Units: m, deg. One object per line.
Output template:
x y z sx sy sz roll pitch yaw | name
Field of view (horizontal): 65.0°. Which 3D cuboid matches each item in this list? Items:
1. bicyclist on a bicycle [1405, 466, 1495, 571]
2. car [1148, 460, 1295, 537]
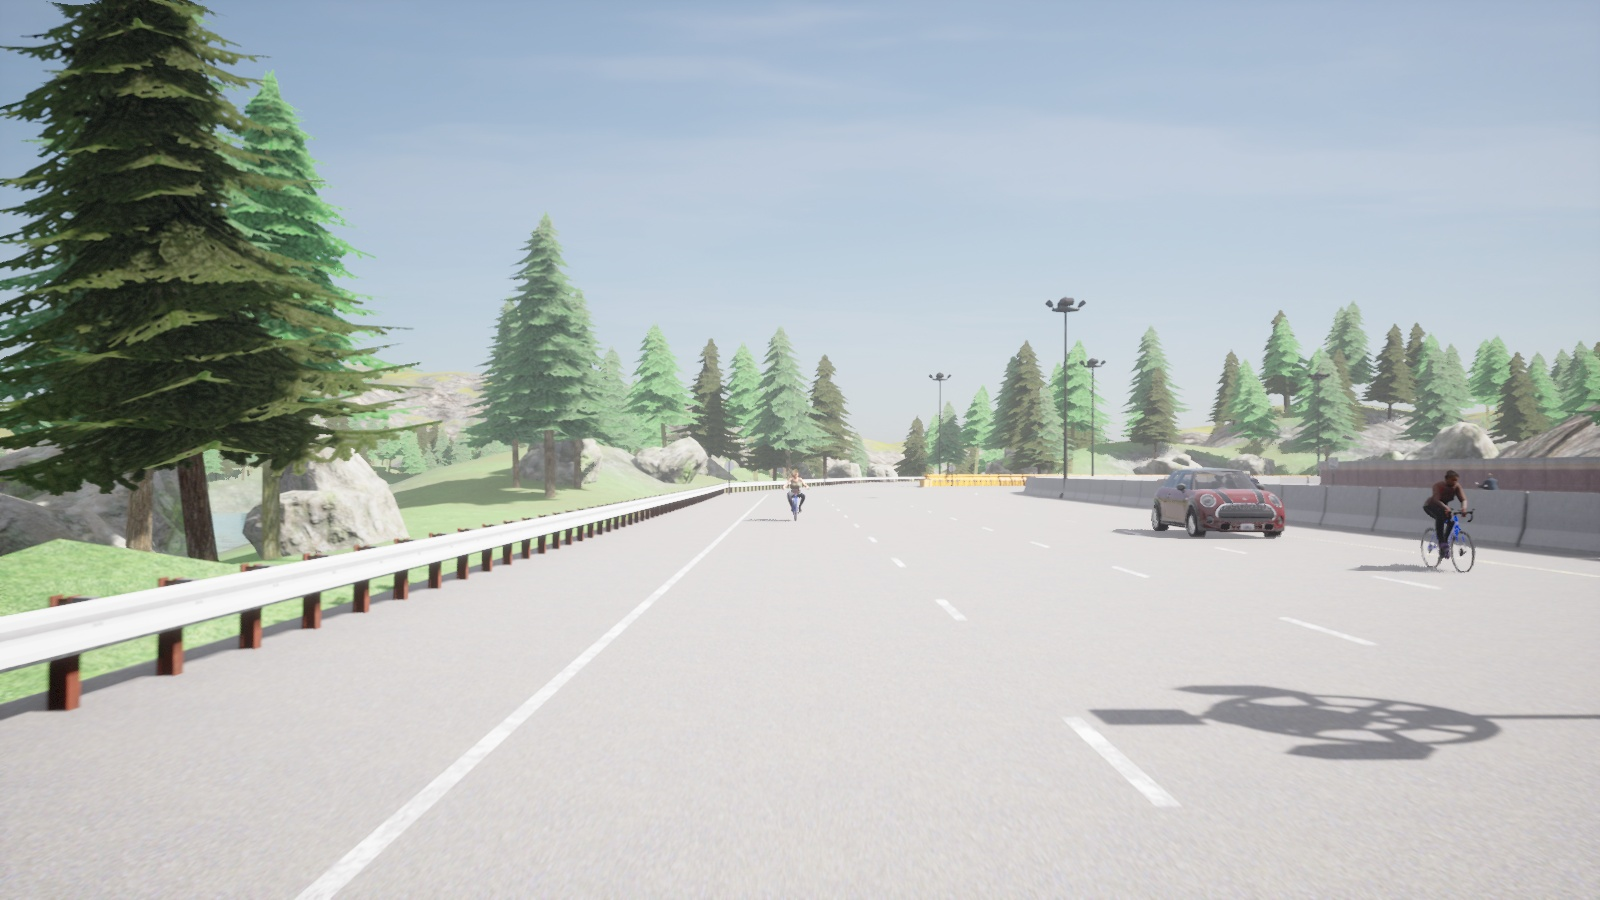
10.452 1.065 20.246 0.582 1.620 1.656 0 -1 0 | bicyclist on a bicycle
10.411 1.157 31.408 2.097 1.767 4.553 0 -1 0 | car
